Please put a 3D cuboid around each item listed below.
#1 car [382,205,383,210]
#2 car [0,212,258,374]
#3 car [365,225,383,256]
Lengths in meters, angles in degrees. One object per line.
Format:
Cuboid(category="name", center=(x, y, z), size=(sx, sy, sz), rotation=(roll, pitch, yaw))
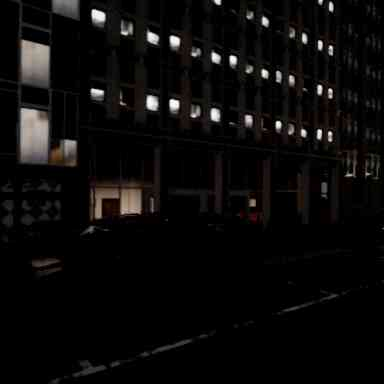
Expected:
Cuboid(category="car", center=(24.378, 1.802, 45.148), size=(1.752, 1.417, 4.829), rotation=(1, 0, -36))
Cuboid(category="car", center=(-1.035, 1.332, 5.814), size=(5.009, 1.841, 2.192), rotation=(0, 0, -35))
Cuboid(category="car", center=(8.228, 1.644, 12.420), size=(4.507, 1.381, 1.887), rotation=(1, 0, -35))
